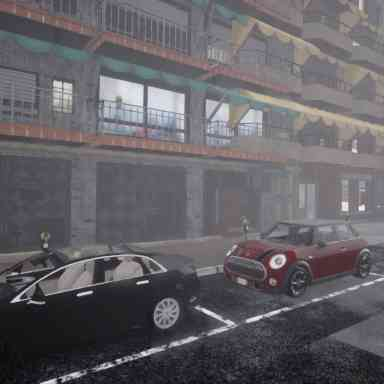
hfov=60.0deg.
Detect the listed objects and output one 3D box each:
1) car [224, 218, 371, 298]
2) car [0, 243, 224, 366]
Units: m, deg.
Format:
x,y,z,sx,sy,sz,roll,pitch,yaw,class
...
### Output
x,y,z,sx,sy,sz,roll,pitch,yaw,class
2.729,1.442,8.472,4.097,1.590,1.967,0,1,-35,car
-1.880,1.551,5.201,4.403,1.369,2.008,0,1,-35,car
